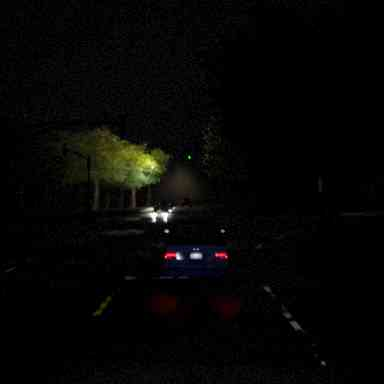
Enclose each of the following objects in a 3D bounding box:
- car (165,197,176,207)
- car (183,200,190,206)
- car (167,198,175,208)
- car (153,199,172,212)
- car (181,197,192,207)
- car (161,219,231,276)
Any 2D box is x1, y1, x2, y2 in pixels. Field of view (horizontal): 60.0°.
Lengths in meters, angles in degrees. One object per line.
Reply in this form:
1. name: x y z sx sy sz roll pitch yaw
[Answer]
1. car: -4.728 2.264 74.507 2.150 2.045 5.566 0 -1 -1
2. car: -1.498 2.928 86.607 1.837 1.490 4.892 0 -2 -1
3. car: -4.345 1.937 54.098 2.097 1.767 4.553 0 -1 -1
4. car: -4.161 2.022 44.994 1.895 1.301 4.718 0 -1 -1
5. car: -1.211 2.245 73.867 2.150 2.045 5.566 0 -2 -1
6. car: 0.094 1.556 10.343 2.033 1.411 5.357 0 0 0
